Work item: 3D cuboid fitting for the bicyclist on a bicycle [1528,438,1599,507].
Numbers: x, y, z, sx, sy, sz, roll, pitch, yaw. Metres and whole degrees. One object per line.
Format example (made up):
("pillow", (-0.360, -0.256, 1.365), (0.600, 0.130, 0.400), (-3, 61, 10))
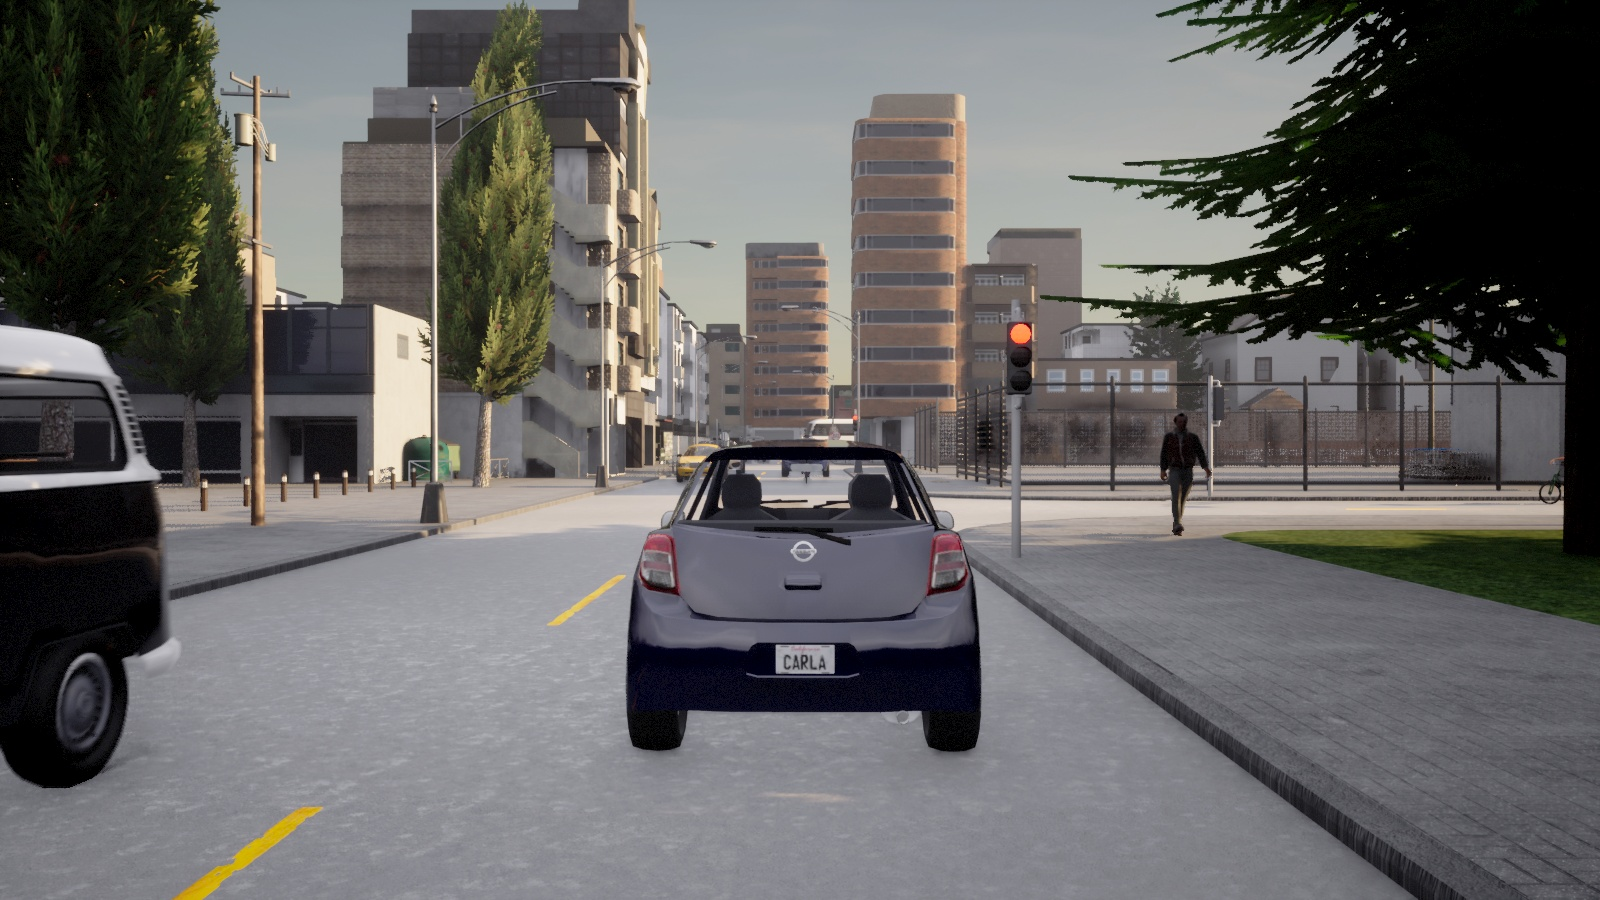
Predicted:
("bicyclist on a bicycle", (18.404, 0.528, 30.007), (1.509, 1.612, 0.866), (0, 0, 0))

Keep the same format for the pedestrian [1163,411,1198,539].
("pedestrian", (5.583, 0.356, 18.461), (0.376, 1.854, 0.720), (0, 0, 7))

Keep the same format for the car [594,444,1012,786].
("car", (0.036, 0.719, 7.361), (1.845, 1.501, 3.633), (0, 0, 1))

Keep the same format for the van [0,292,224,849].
("van", (-3.964, 0.444, 4.117), (2.069, 2.038, 4.480), (0, 0, 0))

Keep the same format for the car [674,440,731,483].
("car", (-3.769, 0.404, 49.318), (1.801, 1.575, 5.366), (0, 0, 0))
